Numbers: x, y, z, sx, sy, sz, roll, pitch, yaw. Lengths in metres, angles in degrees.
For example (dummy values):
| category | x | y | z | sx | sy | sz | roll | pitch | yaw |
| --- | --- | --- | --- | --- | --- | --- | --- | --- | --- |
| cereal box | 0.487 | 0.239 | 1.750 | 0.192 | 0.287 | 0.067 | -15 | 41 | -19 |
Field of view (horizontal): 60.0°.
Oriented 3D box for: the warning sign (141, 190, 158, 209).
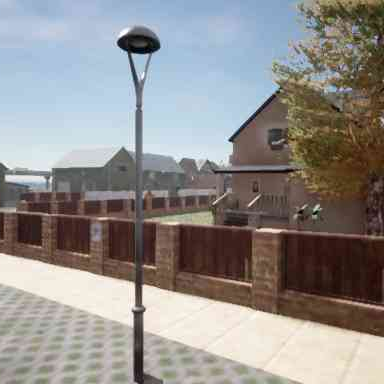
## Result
| category | x | y | z | sx | sy | sz | roll | pitch | yaw |
| --- | --- | --- | --- | --- | --- | --- | --- | --- | --- |
| warning sign | -4.289 | 0.750 | 33.561 | 1.300 | 1.860 | 1.060 | 1 | 0 | 35 |
